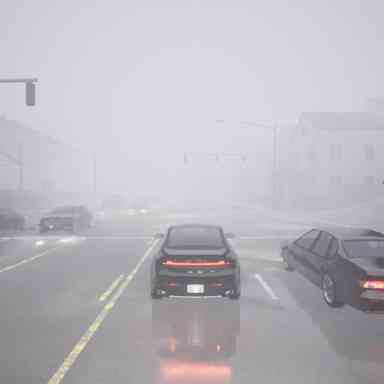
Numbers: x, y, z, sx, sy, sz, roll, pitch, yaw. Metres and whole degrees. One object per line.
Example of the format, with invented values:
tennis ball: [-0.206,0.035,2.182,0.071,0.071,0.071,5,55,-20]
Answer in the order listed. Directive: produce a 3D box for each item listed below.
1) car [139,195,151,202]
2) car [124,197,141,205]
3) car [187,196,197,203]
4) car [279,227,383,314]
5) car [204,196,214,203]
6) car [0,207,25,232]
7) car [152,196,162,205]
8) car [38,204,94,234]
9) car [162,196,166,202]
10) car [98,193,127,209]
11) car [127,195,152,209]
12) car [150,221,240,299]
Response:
car: [-10.480,1.484,74.532,1.837,1.490,4.892,0,0,0]
car: [-10.558,1.547,59.113,2.033,1.411,5.357,0,0,0]
car: [0.019,1.547,69.214,2.033,1.411,5.357,0,0,0]
car: [3.577,1.547,7.871,2.033,1.411,5.357,0,0,0]
car: [3.517,1.545,69.213,2.033,1.411,5.357,0,0,0]
car: [-10.595,1.526,17.552,1.812,1.442,4.674,0,0,0]
car: [-7.061,1.504,59.795,1.837,1.490,4.892,0,0,0]
car: [-7.096,1.505,19.190,1.837,1.490,4.892,0,0,0]
car: [-6.980,1.510,75.276,2.033,1.411,5.357,0,0,0]
car: [-10.588,1.220,45.013,2.150,2.045,5.566,0,0,0]
car: [-7.087,1.478,45.229,1.882,1.535,5.008,0,0,0]
car: [0.078,1.505,8.448,1.837,1.490,4.892,0,0,0]
